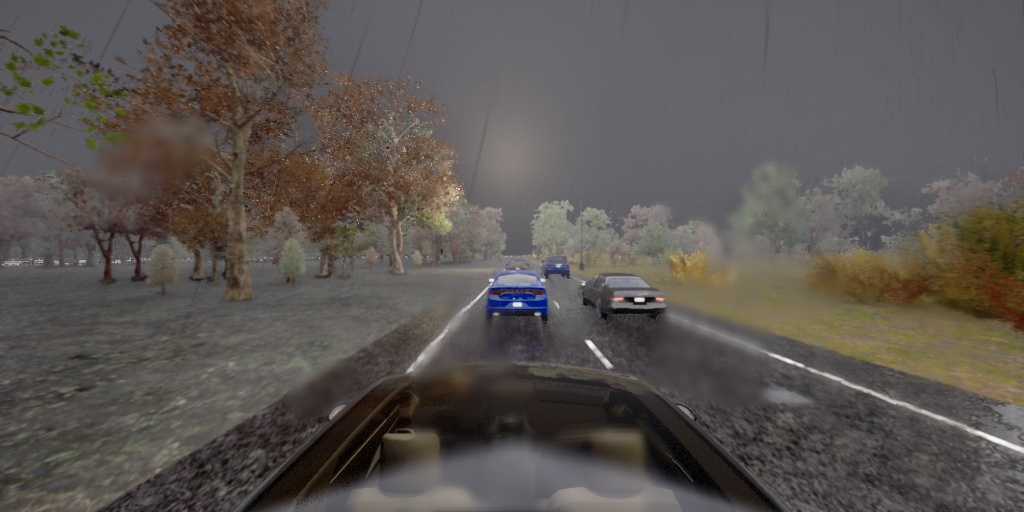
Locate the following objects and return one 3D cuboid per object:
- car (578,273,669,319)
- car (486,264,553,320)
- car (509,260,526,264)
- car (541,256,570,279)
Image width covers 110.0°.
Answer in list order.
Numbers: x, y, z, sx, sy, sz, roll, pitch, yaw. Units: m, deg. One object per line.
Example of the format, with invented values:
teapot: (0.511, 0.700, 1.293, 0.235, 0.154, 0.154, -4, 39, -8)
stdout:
car: (3.677, 1.299, 12.760, 2.033, 1.411, 5.357, 0, 0, 1)
car: (0.184, 1.229, 12.679, 1.882, 1.535, 5.008, 0, 0, 1)
car: (0.488, 1.106, 33.163, 2.097, 1.767, 4.553, 0, 0, 1)
car: (3.988, 0.976, 33.090, 2.150, 2.045, 5.566, 0, 0, 1)
